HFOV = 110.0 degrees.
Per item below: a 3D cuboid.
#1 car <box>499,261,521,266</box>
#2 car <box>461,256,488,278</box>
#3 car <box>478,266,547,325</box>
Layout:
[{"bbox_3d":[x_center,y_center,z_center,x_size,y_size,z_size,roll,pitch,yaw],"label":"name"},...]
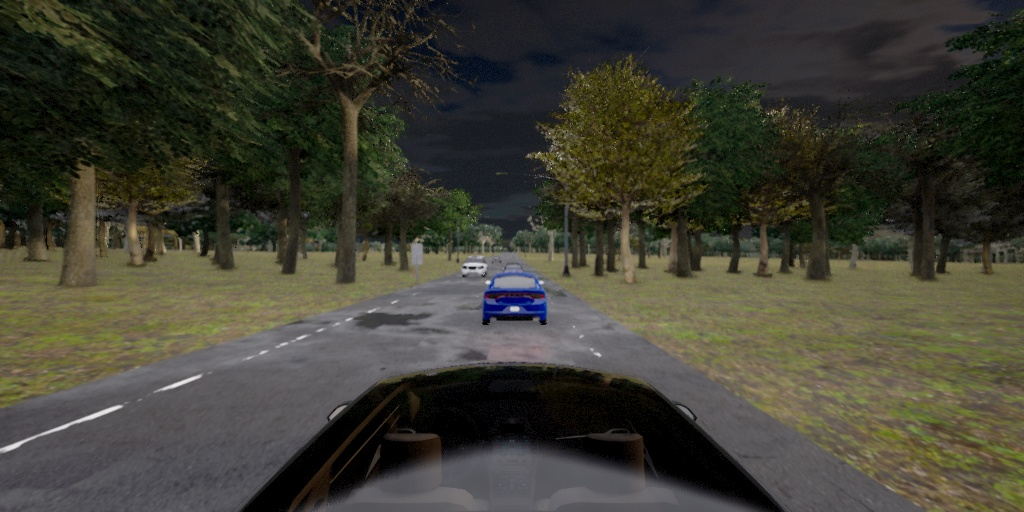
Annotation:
[{"bbox_3d":[0.130,1.363,31.548,2.033,1.411,5.357,0,0,0],"label":"car"},{"bbox_3d":[-3.578,1.029,35.157,2.150,2.045,5.566,0,0,0],"label":"car"},{"bbox_3d":[0.091,1.274,12.146,1.882,1.535,5.008,0,0,0],"label":"car"}]
